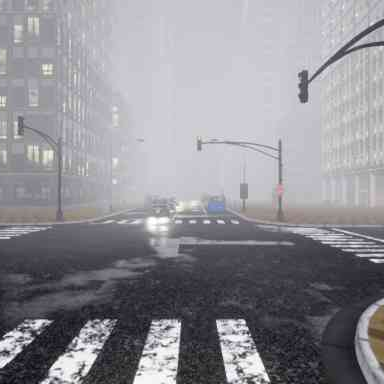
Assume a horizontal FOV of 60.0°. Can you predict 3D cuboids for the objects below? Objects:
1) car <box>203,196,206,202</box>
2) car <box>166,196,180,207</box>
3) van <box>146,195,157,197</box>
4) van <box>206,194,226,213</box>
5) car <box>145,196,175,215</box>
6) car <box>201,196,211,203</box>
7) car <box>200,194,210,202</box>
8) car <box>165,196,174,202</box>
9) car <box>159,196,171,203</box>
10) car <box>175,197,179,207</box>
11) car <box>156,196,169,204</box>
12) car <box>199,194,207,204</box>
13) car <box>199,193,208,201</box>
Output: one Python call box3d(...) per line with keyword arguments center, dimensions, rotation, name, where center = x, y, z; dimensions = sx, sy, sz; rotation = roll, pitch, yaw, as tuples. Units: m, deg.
box3d(center=(2.693, 1.544, 41.462), dimensions=(1.887, 1.381, 4.507), rotation=(0, 0, 0), name="car")
box3d(center=(-3.044, 1.477, 53.236), dimensions=(1.882, 1.535, 5.008), rotation=(0, 0, 1), name="car")
box3d(center=(-5.679, 1.340, 47.045), dimensions=(1.690, 1.788, 3.998), rotation=(0, 0, 0), name="van")
box3d(center=(2.752, 1.340, 35.923), dimensions=(1.690, 1.788, 3.998), rotation=(0, 0, 0), name="van")
box3d(center=(-3.176, 1.491, 33.311), dimensions=(2.128, 1.511, 4.902), rotation=(0, 0, -1), name="car")
box3d(center=(2.826, 1.542, 69.155), dimensions=(1.887, 1.381, 4.507), rotation=(0, 0, 0), name="car")
box3d(center=(2.859, 1.311, 74.695), dimensions=(2.192, 1.841, 5.009), rotation=(0, 0, 0), name="car")
box3d(center=(-5.491, 1.578, 80.281), dimensions=(1.802, 1.307, 4.206), rotation=(0, 0, 0), name="car")
box3d(center=(-5.554, 1.548, 69.201), dimensions=(2.008, 1.369, 4.403), rotation=(0, 0, 0), name="car")
box3d(center=(-3.112, 1.547, 43.096), dimensions=(2.033, 1.411, 5.357), rotation=(0, 0, 0), name="car")
box3d(center=(-5.585, 1.564, 63.663), dimensions=(1.947, 1.339, 4.313), rotation=(0, 0, 0), name="car")
box3d(center=(2.796, 1.313, 63.616), dimensions=(2.192, 1.841, 5.009), rotation=(0, 0, 0), name="car")
box3d(center=(2.922, 1.309, 85.773), dimensions=(2.192, 1.841, 5.009), rotation=(0, 0, 0), name="car")
